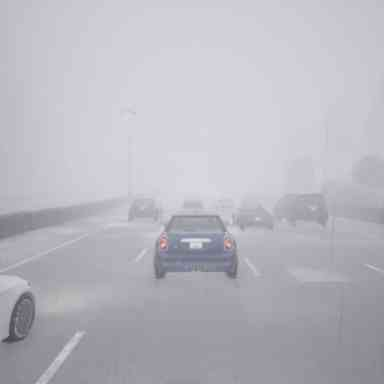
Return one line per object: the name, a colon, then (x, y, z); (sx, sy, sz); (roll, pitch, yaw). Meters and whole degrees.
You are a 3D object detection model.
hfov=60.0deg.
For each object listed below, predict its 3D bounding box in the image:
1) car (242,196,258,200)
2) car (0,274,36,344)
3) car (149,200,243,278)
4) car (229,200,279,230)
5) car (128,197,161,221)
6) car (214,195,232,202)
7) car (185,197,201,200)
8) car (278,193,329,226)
car: (7.089, 1.161, 40.723); (1.994, 1.385, 4.181); (0, 1, 0)
car: (-3.400, 1.504, 3.407); (1.812, 1.442, 4.674); (0, 0, 0)
car: (0.097, 1.290, 10.106); (2.097, 1.767, 4.553); (0, 0, 0)
car: (3.595, 1.427, 20.170); (1.994, 1.385, 4.181); (0, 1, 0)
car: (-3.406, 1.164, 25.103); (2.097, 1.767, 4.553); (0, 1, 0)
car: (3.590, 1.119, 38.025); (1.882, 1.535, 5.008); (0, 1, 0)
car: (0.092, 1.208, 31.811); (1.882, 1.535, 5.008); (0, 1, 0)
car: (7.095, 1.069, 22.071); (2.150, 2.045, 5.566); (0, 1, 0)
